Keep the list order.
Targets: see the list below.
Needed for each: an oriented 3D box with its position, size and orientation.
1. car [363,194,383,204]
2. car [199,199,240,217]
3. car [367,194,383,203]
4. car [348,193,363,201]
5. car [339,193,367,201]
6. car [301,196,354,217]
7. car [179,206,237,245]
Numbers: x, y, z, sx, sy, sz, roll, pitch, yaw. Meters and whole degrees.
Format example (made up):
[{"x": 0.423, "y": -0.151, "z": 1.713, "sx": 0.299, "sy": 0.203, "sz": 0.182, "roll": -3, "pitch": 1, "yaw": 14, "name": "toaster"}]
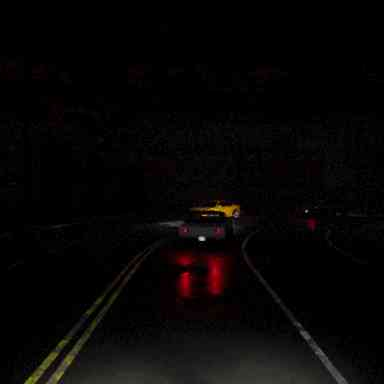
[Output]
[{"x": 29.363, "y": 1.151, "z": 50.565, "sx": 2.038, "sy": 1.542, "sz": 4.974, "roll": 0, "pitch": 0, "yaw": -29, "name": "car"}, {"x": 1.730, "y": 1.327, "z": 25.108, "sx": 1.882, "sy": 1.535, "sz": 5.008, "roll": 0, "pitch": 0, "yaw": 41, "name": "car"}, {"x": 29.338, "y": 0.993, "z": 50.610, "sx": 1.853, "sy": 1.218, "sz": 4.536, "roll": 0, "pitch": 0, "yaw": -29, "name": "car"}, {"x": 33.869, "y": 0.877, "z": 70.119, "sx": 1.853, "sy": 1.218, "sz": 4.536, "roll": 0, "pitch": 0, "yaw": -34, "name": "car"}, {"x": 33.840, "y": 1.034, "z": 70.163, "sx": 2.038, "sy": 1.542, "sz": 4.974, "roll": 0, "pitch": 0, "yaw": -34, "name": "car"}, {"x": 11.450, "y": 1.355, "z": 28.657, "sx": 4.674, "sy": 1.442, "sz": 1.812, "roll": 0, "pitch": 0, "yaw": -31, "name": "car"}, {"x": 0.808, "y": 1.510, "z": 15.060, "sx": 1.895, "sy": 1.301, "sz": 4.718, "roll": 0, "pitch": 0, "yaw": 11, "name": "car"}]
